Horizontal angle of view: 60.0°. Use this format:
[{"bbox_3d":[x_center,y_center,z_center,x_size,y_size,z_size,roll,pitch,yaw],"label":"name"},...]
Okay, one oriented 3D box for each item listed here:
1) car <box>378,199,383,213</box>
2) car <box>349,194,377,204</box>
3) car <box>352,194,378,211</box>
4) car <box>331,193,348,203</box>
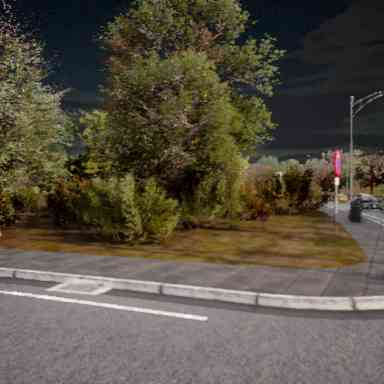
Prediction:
[{"bbox_3d":[14.046,1.051,21.697,1.882,1.535,5.008,0,0,16],"label":"car"},{"bbox_3d":[25.868,0.981,50.409,1.812,1.442,4.674,0,0,0],"label":"car"},{"bbox_3d":[16.537,1.094,31.396,1.994,1.385,4.181,0,0,12],"label":"car"},{"bbox_3d":[22.355,0.940,52.040,1.882,1.535,5.008,0,0,-3],"label":"car"}]
